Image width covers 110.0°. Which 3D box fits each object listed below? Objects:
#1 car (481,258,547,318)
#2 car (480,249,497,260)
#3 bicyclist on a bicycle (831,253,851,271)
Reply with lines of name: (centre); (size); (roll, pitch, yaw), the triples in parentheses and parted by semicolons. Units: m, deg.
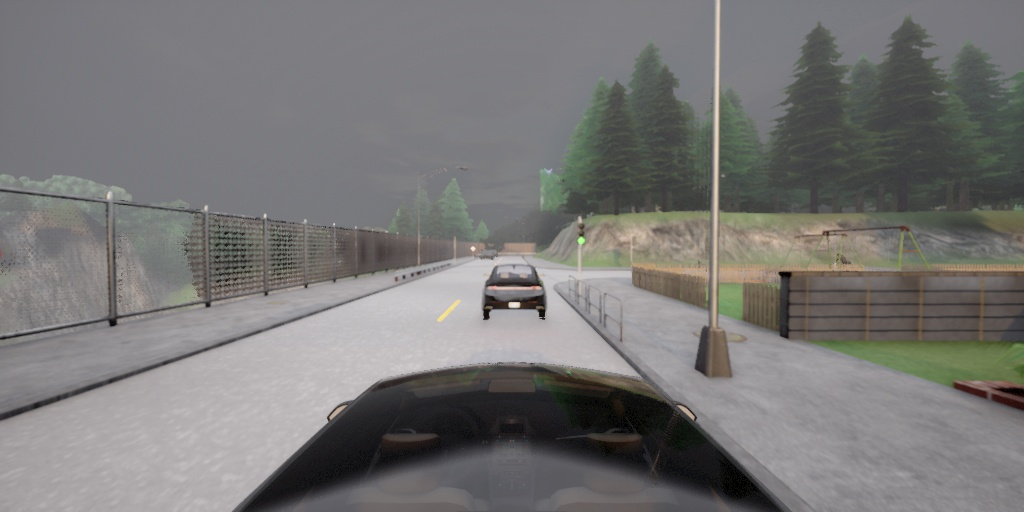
car: (0.072, 1.008, 11.754); (2.128, 1.511, 4.902); (0, 1, 0)
car: (-4.068, -0.210, 58.305); (2.097, 1.767, 4.553); (0, 1, 0)
bicyclist on a bicycle: (19.788, 0.639, 21.591); (0.582, 1.620, 1.656); (0, 1, 0)
